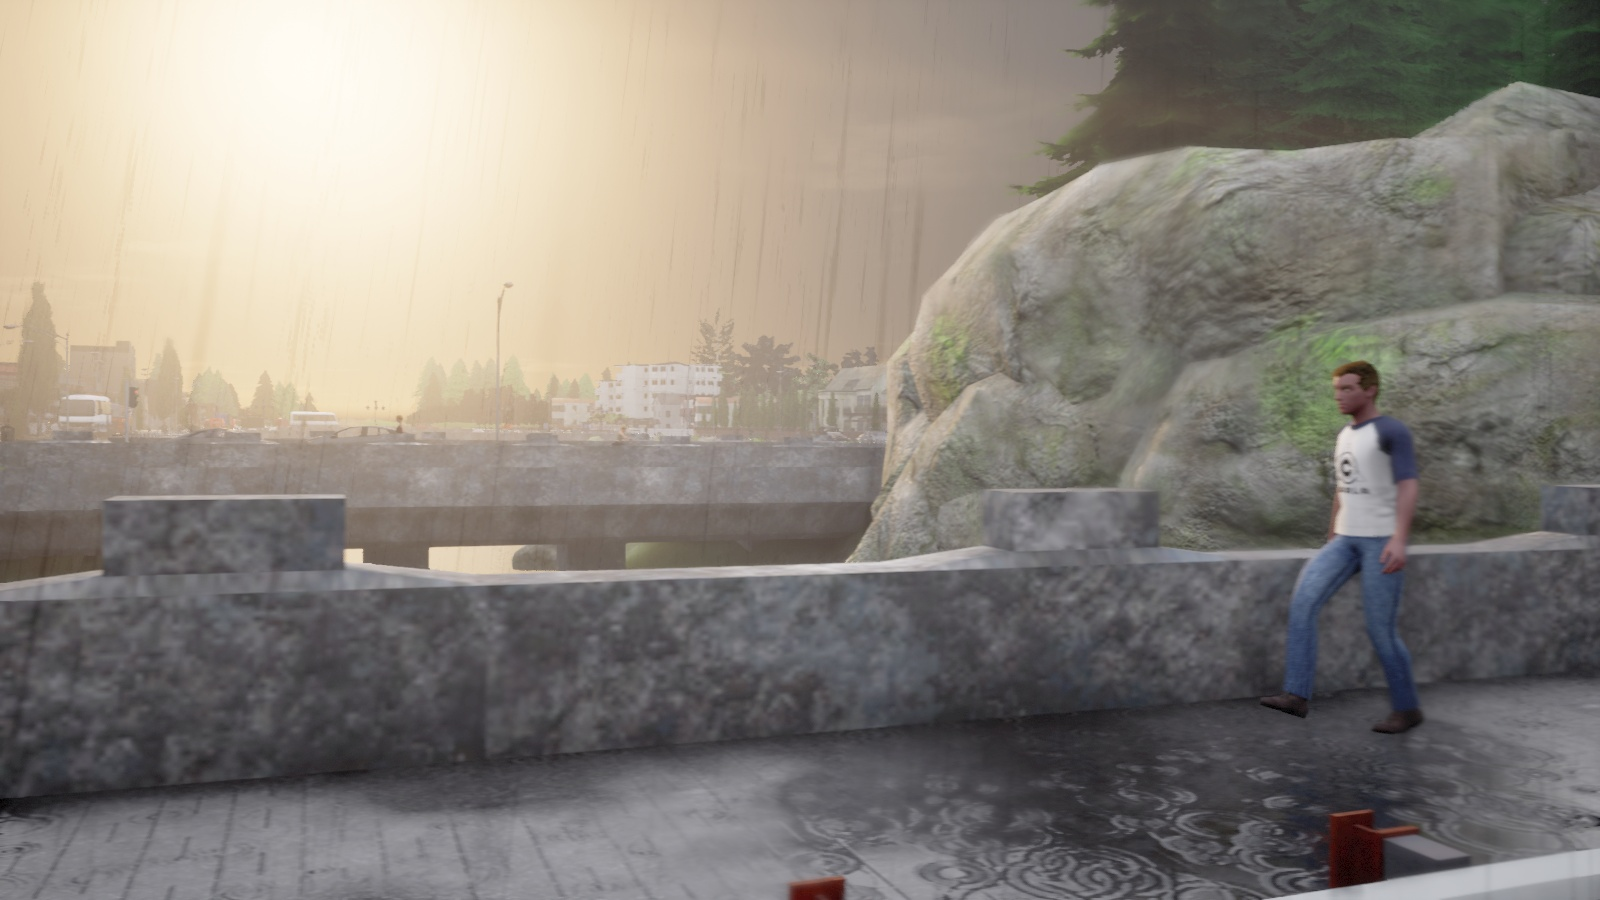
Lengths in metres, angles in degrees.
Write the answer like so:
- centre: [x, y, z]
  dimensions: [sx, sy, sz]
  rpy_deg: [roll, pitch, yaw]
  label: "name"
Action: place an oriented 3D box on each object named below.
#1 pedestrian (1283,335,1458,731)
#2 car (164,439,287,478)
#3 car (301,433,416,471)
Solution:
- centre: [2.757, 0.379, 6.079]
  dimensions: [0.706, 1.836, 0.354]
  rpy_deg: [-1, 1, -15]
  label: "pedestrian"
- centre: [-22.049, 0.313, 48.368]
  dimensions: [4.181, 1.385, 1.994]
  rpy_deg: [-1, 1, -20]
  label: "car"
- centre: [-18.912, 0.073, 53.827]
  dimensions: [4.514, 1.525, 2.007]
  rpy_deg: [-1, 1, -21]
  label: "car"
